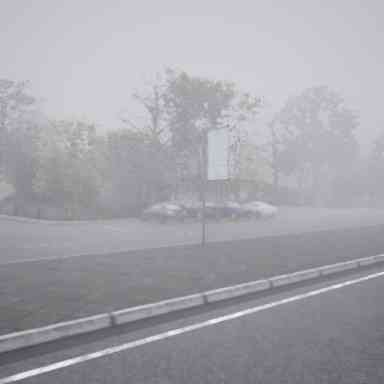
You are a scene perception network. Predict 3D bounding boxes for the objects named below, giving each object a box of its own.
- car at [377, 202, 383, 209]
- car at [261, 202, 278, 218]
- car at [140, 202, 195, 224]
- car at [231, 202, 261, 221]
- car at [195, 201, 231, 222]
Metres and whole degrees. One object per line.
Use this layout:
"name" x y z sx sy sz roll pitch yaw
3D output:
"car" 28.939 1.726 47.121 2.097 1.535 5.008 0 0 -35
"car" 5.729 1.608 30.607 2.002 1.452 4.674 0 0 -35
"car" -2.172 1.557 24.983 2.002 1.452 4.674 0 0 -35
"car" 3.159 1.551 28.788 2.097 1.535 5.008 0 0 -35
"car" 0.499 1.535 26.880 2.231 1.521 4.892 0 0 -35
